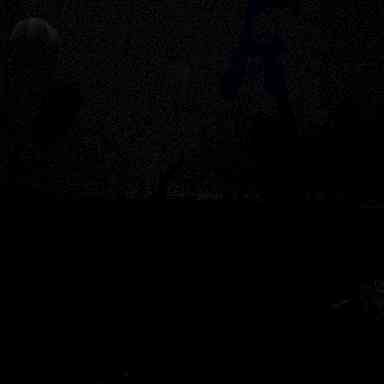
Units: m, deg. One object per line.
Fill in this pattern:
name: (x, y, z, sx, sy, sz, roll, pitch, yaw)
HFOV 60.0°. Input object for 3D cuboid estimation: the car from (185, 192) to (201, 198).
car: (0.148, 0.766, 81.308, 2.128, 1.511, 4.902, -1, 1, -36)
